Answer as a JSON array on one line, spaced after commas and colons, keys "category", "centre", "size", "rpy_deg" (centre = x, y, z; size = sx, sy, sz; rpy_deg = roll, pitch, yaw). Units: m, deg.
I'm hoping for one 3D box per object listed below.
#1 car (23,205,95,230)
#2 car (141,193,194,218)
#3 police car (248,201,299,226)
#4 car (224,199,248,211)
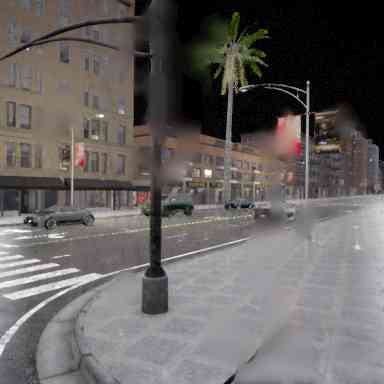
[{"category": "car", "centre": [-8.220, 1.499, 20.857], "size": [1.994, 1.385, 4.181], "rpy_deg": [1, 0, 36]}, {"category": "car", "centre": [-2.011, 1.156, 29.587], "size": [2.150, 2.045, 5.566], "rpy_deg": [1, 0, 36]}, {"category": "police car", "centre": [6.324, 1.468, 24.313], "size": [1.930, 1.638, 5.238], "rpy_deg": [1, 0, 35]}, {"category": "car", "centre": [5.732, 1.531, 40.452], "size": [1.895, 1.301, 4.718], "rpy_deg": [1, 0, 36]}]
